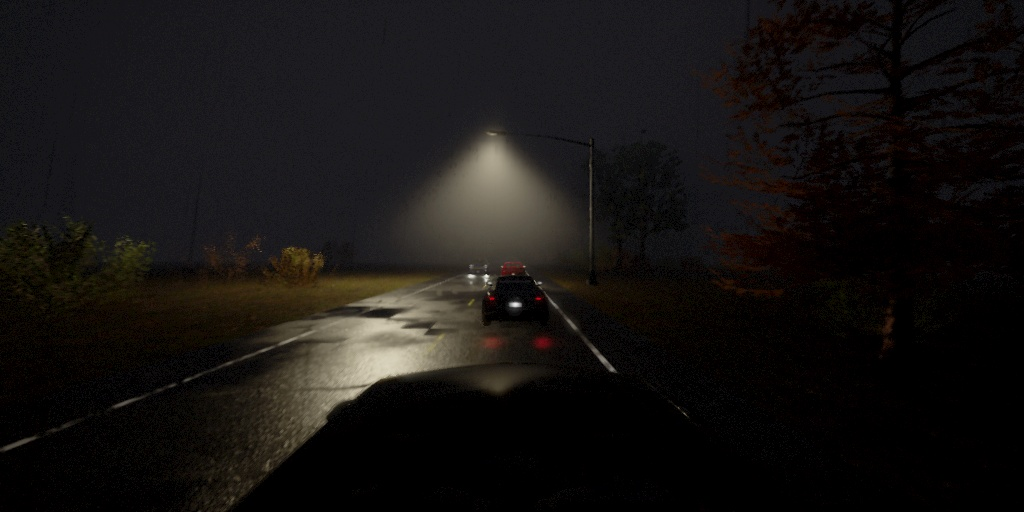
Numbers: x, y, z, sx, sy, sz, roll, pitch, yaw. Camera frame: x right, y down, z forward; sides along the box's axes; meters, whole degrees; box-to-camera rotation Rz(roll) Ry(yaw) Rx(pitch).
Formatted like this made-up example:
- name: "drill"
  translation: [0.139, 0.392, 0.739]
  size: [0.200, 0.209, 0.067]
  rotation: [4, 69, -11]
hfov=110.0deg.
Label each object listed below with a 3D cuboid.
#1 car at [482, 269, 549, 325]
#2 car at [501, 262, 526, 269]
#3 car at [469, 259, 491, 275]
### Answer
- name: "car"
  translation: [0.099, 1.314, 11.852]
  size: [1.994, 1.385, 4.181]
  rotation: [0, 0, 0]
- name: "car"
  translation: [0.097, 1.223, 29.673]
  size: [1.882, 1.535, 5.008]
  rotation: [0, 0, 0]
- name: "car"
  translation: [-3.543, 1.092, 39.753]
  size: [2.097, 1.767, 4.553]
  rotation: [0, 0, 1]
